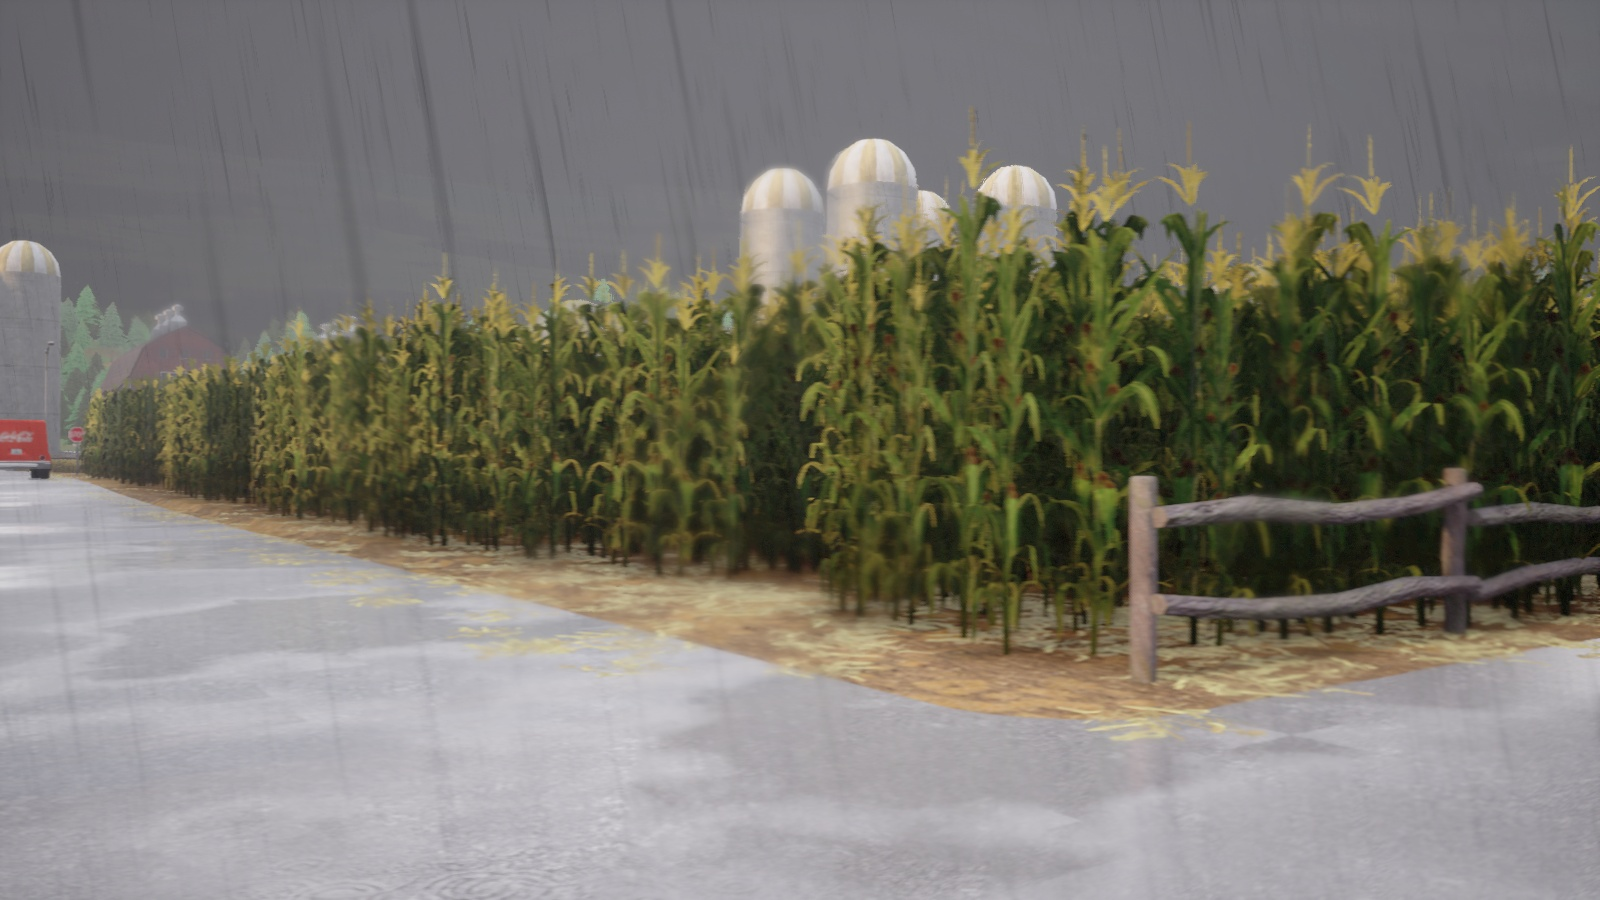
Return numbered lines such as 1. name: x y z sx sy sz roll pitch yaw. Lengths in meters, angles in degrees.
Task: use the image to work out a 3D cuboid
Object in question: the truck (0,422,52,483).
1. truck: -33.624 0.132 53.520 2.627 2.467 5.204 0 -1 -35
